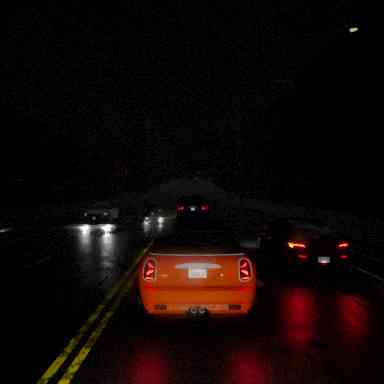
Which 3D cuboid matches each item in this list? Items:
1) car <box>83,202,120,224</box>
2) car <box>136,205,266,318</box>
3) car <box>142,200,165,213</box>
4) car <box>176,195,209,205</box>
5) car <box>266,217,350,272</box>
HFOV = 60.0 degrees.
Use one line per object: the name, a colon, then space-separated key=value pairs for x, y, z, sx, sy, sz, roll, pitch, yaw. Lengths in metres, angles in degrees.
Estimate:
car: x=-6.655 y=1.497 z=24.905 sx=1.812 sy=1.442 sz=4.674 roll=0 pitch=0 yaw=0
car: x=0.082 y=1.346 z=7.546 sx=2.097 sy=1.767 sz=4.553 roll=0 pitch=0 yaw=0
car: x=-3.418 y=1.507 z=31.371 sx=2.033 sy=1.411 sz=5.357 roll=0 pitch=0 yaw=0
car: x=0.046 y=1.195 z=24.028 sx=2.150 sy=2.045 sz=5.566 roll=0 pitch=0 yaw=0
car: x=3.332 y=1.517 z=10.592 sx=1.812 sy=1.442 sz=4.674 roll=0 pitch=0 yaw=1
